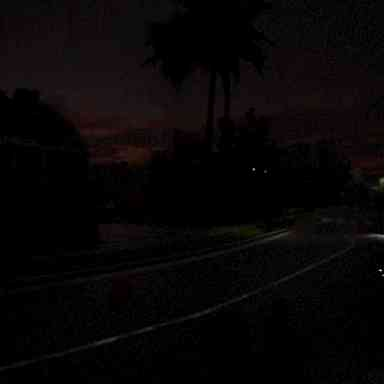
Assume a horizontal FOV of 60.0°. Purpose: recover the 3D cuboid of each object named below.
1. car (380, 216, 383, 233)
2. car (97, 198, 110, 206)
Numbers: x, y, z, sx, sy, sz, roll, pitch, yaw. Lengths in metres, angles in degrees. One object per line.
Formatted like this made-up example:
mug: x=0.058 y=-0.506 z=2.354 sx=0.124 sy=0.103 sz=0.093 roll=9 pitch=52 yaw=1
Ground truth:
car: x=13.075 y=1.794 z=20.981 sx=2.033 sy=1.411 sz=5.357 roll=0 pitch=-1 yaw=33
car: x=-17.857 y=1.895 z=63.431 sx=4.892 sy=1.490 sz=1.837 roll=0 pitch=0 yaw=33
